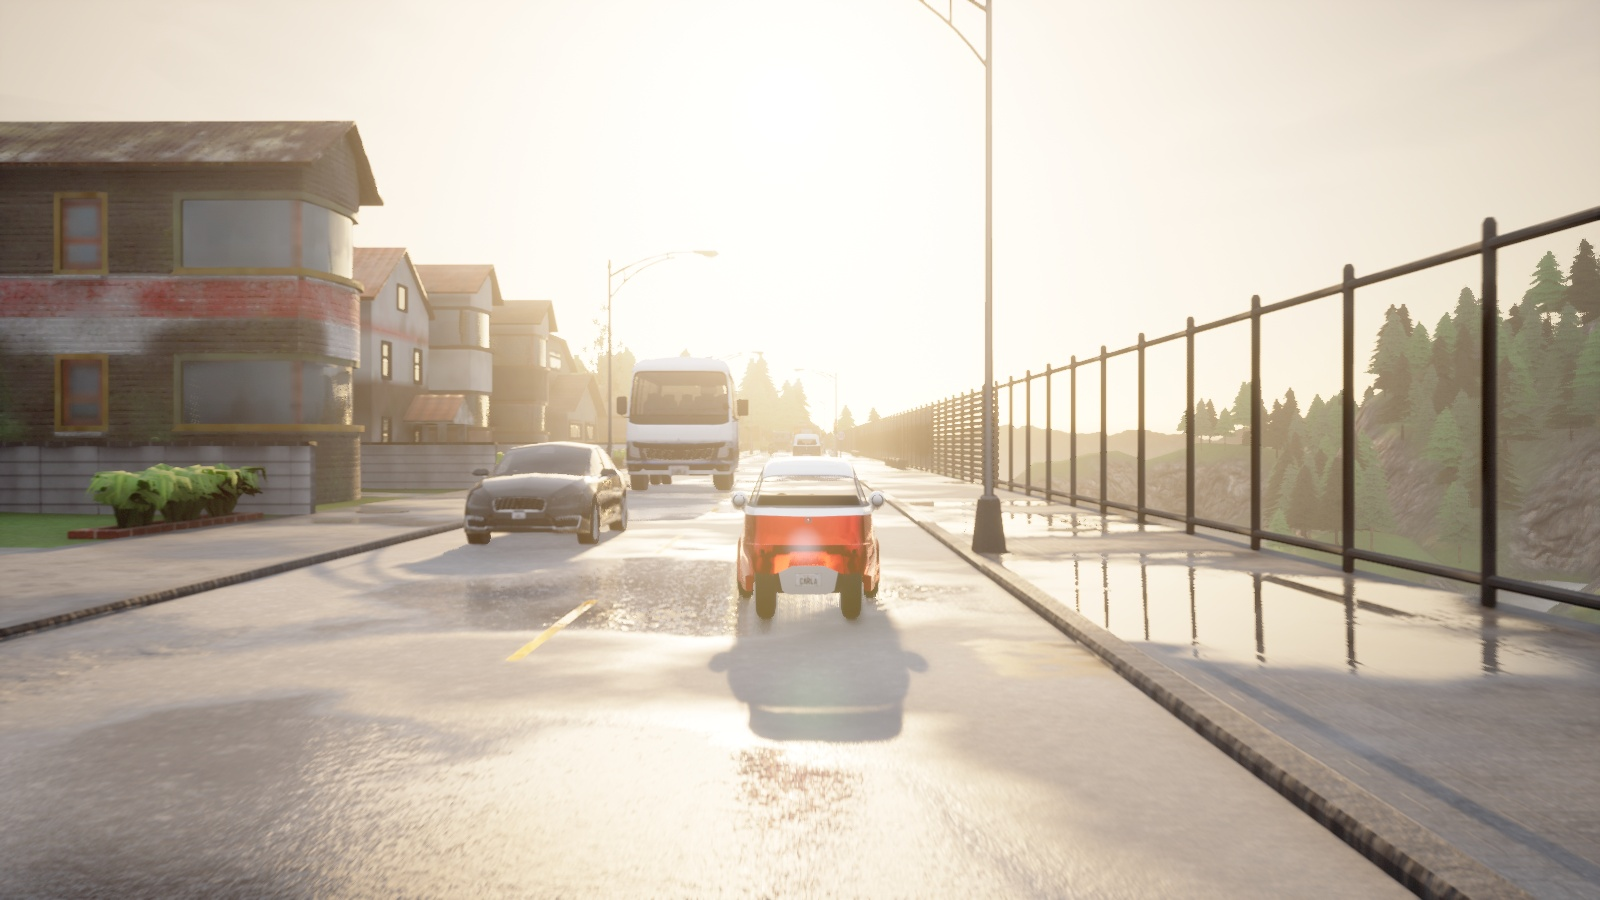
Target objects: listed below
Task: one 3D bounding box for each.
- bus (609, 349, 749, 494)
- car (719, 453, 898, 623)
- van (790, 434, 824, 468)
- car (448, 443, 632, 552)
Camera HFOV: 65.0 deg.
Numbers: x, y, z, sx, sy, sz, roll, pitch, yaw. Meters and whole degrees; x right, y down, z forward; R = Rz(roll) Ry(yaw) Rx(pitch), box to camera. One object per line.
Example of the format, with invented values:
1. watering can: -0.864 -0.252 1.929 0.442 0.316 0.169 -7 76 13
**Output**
1. bus: -3.769 -0.871 42.029 3.944 4.253 10.273 0 0 -1
2. car: 0.076 0.736 11.533 1.481 1.376 2.207 0 1 0
3. van: 0.432 0.030 77.855 2.069 2.038 4.480 0 0 0
4. car: -3.880 0.637 19.628 1.837 1.490 4.892 0 0 0
